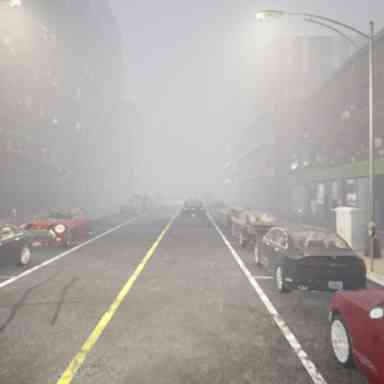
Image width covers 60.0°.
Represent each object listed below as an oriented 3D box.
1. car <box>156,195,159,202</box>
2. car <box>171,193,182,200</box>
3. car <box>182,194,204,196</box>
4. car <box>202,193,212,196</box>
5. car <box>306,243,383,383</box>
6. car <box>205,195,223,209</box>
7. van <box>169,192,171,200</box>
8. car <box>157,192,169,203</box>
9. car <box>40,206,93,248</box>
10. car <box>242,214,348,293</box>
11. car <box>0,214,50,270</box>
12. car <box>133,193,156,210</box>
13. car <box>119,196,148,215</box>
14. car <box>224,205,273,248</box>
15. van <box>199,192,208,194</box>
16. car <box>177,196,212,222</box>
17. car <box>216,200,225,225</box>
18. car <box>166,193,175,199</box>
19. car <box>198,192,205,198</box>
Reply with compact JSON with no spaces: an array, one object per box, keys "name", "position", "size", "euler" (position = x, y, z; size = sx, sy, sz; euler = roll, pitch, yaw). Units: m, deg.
[{"name":"car","position":[-5.680,1.324,42.534],"size":[1.802,1.307,4.206],"euler":[1,0,0]},{"name":"car","position":[-3.002,0.956,72.990],"size":[1.882,1.535,5.008],"euler":[0,0,0]},{"name":"car","position":[0.098,1.310,41.886],"size":[1.994,1.385,4.181],"euler":[0,0,0]},{"name":"car","position":[2.690,1.231,48.305],"size":[1.752,1.417,4.829],"euler":[1,0,0]},{"name":"car","position":[2.701,1.528,2.772],"size":[1.887,1.381,4.507],"euler":[1,0,0]},{"name":"car","position":[2.701,1.323,36.795],"size":[1.887,1.381,4.507],"euler":[1,0,0]},{"name":"van","position":[-5.676,0.865,76.557],"size":[1.690,1.788,3.998],"euler":[1,0,0]},{"name":"car","position":[-5.678,1.074,59.545],"size":[1.967,1.590,4.097],"euler":[1,0,0]},{"name":"car","position":[-5.678,1.356,14.179],"size":[1.967,1.590,4.097],"euler":[1,0,0]},{"name":"car","position":[2.701,1.501,8.442],"size":[2.008,1.369,4.403],"euler":[1,0,0]},{"name":"car","position":[-5.680,1.500,8.508],"size":[2.008,1.369,4.403],"euler":[1,0,0]},{"name":"car","position":[-5.675,1.093,36.860],"size":[2.192,1.841,5.009],"euler":[1,0,0]},{"name":"car","position":[-5.679,1.364,31.191],"size":[2.008,1.369,4.403],"euler":[1,0,0]},{"name":"car","position":[2.701,1.468,14.113],"size":[2.008,1.369,4.403],"euler":[1,0,0]},{"name":"van","position":[2.670,0.976,59.475],"size":[1.690,1.788,3.998],"euler":[1,0,0]},{"name":"car","position":[0.098,1.345,24.768],"size":[2.128,1.511,4.902],"euler":[0,0,0]},{"name":"car","position":[2.701,1.428,19.783],"size":[1.887,1.381,4.507],"euler":[1,0,0]},{"name":"car","position":[-5.680,0.994,87.900],"size":[1.887,1.381,4.507],"euler":[1,0,0]},{"name":"car","position":[2.669,0.853,93.498],"size":[1.967,1.590,4.097],"euler":[1,0,0]}]
